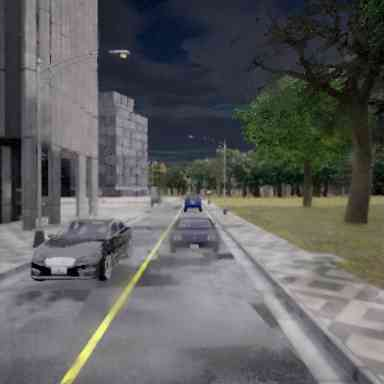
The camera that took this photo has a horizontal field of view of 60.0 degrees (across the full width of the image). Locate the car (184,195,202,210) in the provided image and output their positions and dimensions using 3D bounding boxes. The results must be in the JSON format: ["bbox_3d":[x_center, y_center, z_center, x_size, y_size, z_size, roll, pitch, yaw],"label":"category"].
[{"bbox_3d":[0.121,1.372,42.004,2.150,2.045,5.566,0,0,0],"label":"car"}]

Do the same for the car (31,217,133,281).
[{"bbox_3d":[-3.032,1.551,10.085,2.128,1.511,4.902,0,0,1],"label":"car"}]

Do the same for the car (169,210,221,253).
[{"bbox_3d":[0.103,1.676,14.103,1.895,1.301,4.718,0,0,0],"label":"car"}]
